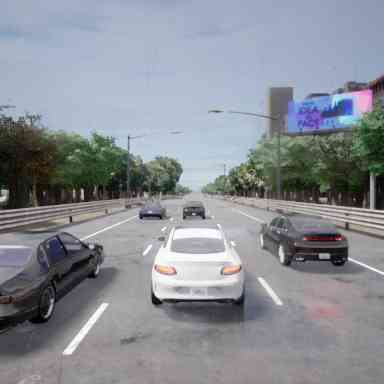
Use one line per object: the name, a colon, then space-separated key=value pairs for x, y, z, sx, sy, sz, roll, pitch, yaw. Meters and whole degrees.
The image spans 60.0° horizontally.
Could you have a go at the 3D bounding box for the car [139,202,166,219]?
car: x=-3.331 y=1.563 z=28.630 sx=1.994 sy=1.385 sz=4.181 roll=0 pitch=0 yaw=0

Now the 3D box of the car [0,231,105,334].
car: x=-3.383 y=1.547 z=7.083 sx=2.033 sy=1.411 sz=5.357 roll=0 pitch=0 yaw=0

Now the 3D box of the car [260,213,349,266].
car: x=3.628 y=1.504 z=11.519 sx=1.837 sy=1.490 sz=4.892 roll=0 pitch=0 yaw=0

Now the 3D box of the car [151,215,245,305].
car: x=0.119 y=1.526 z=7.976 sx=1.812 sy=1.442 sz=4.674 roll=0 pitch=0 yaw=0

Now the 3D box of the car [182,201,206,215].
car: x=0.171 y=1.504 z=28.580 sx=1.837 sy=1.490 sz=4.892 roll=0 pitch=0 yaw=0
